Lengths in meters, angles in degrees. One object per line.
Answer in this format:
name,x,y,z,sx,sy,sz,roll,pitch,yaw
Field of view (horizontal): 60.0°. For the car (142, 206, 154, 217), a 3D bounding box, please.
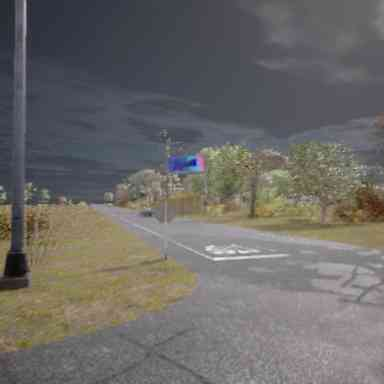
car,-6.224,3.110,53.642,2.097,1.767,4.553,0,-2,-17
